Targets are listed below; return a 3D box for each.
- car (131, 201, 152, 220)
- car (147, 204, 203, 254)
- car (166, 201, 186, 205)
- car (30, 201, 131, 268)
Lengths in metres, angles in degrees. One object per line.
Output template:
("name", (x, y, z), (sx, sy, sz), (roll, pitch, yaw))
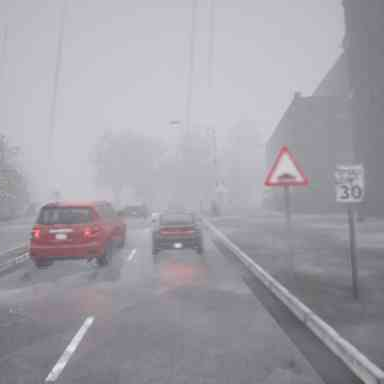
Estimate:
("car", (-4.605, 1.496, 28.623), (1.882, 1.535, 5.008), (-2, 0, -1))
("car", (-0.606, 1.516, 13.609), (1.837, 1.490, 4.892), (-2, 1, -3))
("car", (-1.347, 1.489, 28.298), (1.994, 1.385, 4.181), (-2, 0, -1))
("car", (-3.782, 1.328, 11.970), (2.150, 2.045, 5.566), (-2, 0, -3))
